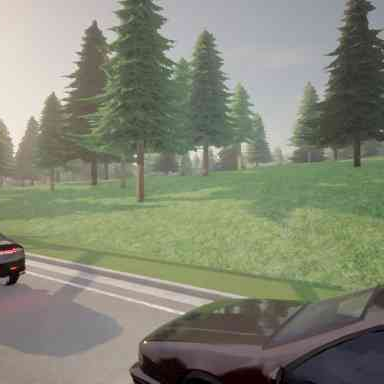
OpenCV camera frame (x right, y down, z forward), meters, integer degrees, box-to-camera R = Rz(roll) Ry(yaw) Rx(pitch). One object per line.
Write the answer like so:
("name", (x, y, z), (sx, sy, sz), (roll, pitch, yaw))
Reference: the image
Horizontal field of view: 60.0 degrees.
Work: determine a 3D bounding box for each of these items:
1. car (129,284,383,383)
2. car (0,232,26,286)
("car", (1.975, 1.547, 2.583), (5.357, 1.411, 2.033), (0, 0, 35))
("car", (-6.015, 1.492, 8.174), (4.902, 1.511, 2.128), (0, 0, 36))
